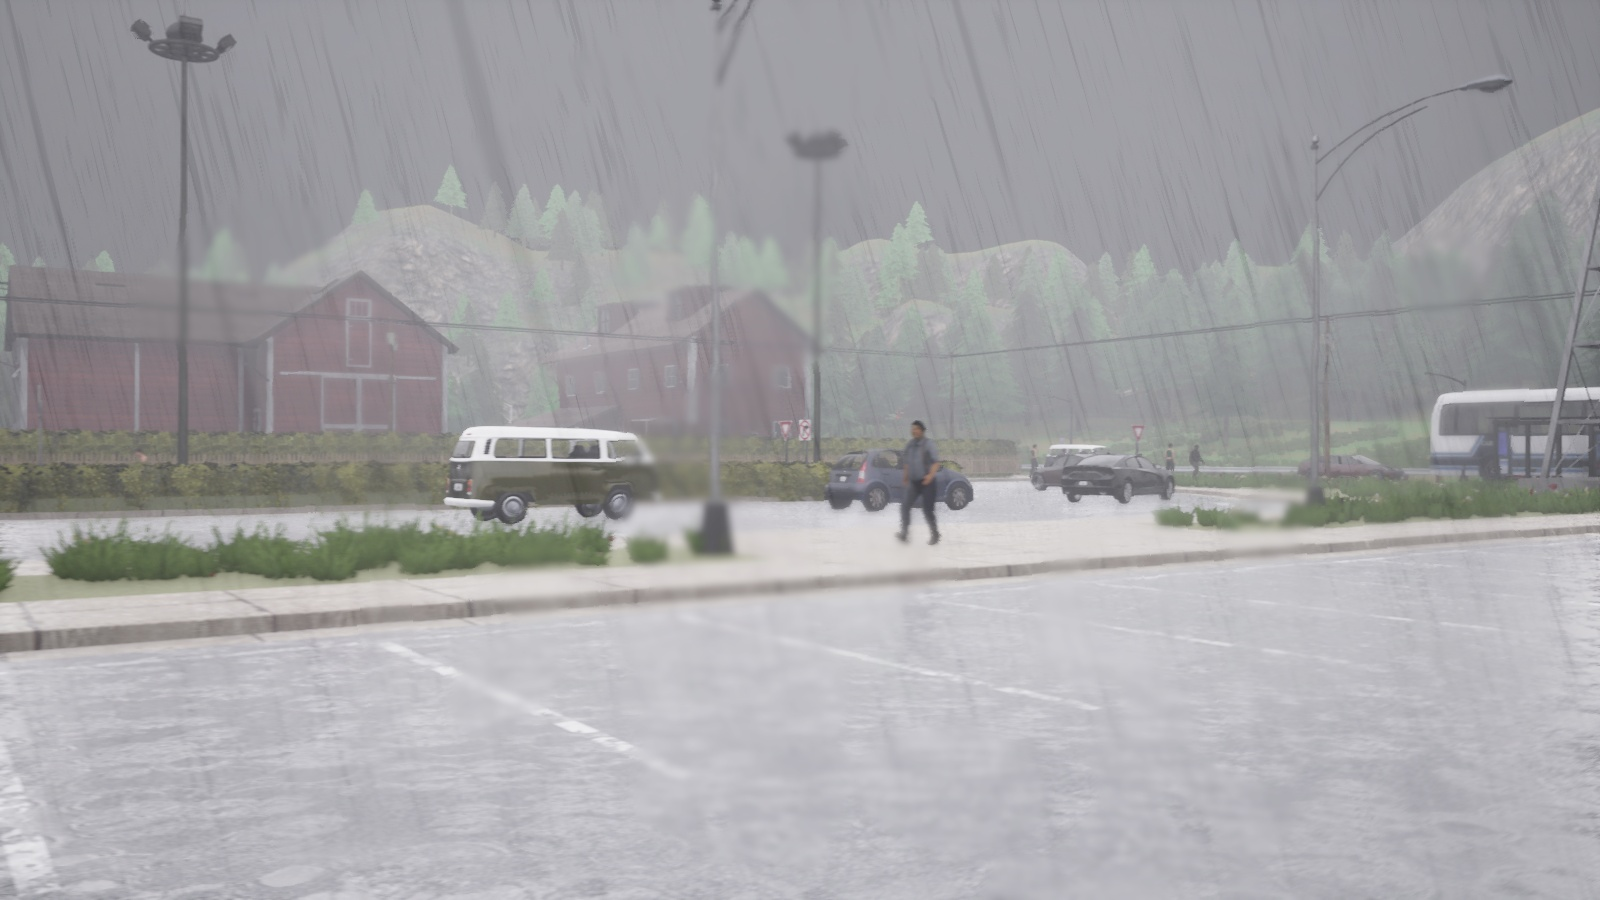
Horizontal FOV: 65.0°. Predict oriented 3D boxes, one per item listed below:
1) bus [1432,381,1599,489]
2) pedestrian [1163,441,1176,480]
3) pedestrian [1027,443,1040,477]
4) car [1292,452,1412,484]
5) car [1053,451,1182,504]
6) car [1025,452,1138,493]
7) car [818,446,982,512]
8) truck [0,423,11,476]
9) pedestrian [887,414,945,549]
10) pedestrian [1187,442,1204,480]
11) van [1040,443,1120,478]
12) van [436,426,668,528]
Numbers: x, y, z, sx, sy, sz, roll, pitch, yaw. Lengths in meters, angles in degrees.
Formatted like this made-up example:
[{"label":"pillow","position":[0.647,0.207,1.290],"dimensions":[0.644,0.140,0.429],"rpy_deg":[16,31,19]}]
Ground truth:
[{"label":"bus","position":[32.147,-0.573,51.722],"dimensions":[3.944,4.253,10.273],"rpy_deg":[0,0,-34]},{"label":"pedestrian","position":[17.378,0.508,59.063],"dimensions":[0.594,1.836,0.345],"rpy_deg":[0,0,-40]},{"label":"pedestrian","position":[12.827,0.542,68.948],"dimensions":[0.594,1.836,0.345],"rpy_deg":[0,0,-24]},{"label":"car","position":[26.415,0.836,60.155],"dimensions":[2.163,1.488,4.792],"rpy_deg":[0,0,-44]},{"label":"car","position":[9.922,0.797,38.956],"dimensions":[1.882,1.535,5.008],"rpy_deg":[0,0,40]},{"label":"car","position":[10.828,0.842,48.736],"dimensions":[2.163,1.488,4.792],"rpy_deg":[0,0,-18]},{"label":"car","position":[2.629,0.718,32.758],"dimensions":[3.988,1.617,1.851],"rpy_deg":[0,0,-34]},{"label":"truck","position":[-56.034,-0.057,81.682],"dimensions":[7.936,3.462,2.891],"rpy_deg":[0,0,-34]},{"label":"pedestrian","position":[1.636,0.436,17.700],"dimensions":[0.540,1.848,0.694],"rpy_deg":[0,0,35]},{"label":"pedestrian","position":[19.215,0.522,61.034],"dimensions":[0.431,1.840,0.703],"rpy_deg":[0,0,-17]},{"label":"van","position":[16.653,0.617,74.842],"dimensions":[2.069,2.038,4.480],"rpy_deg":[0,0,-34]},{"label":"van","position":[-5.349,0.546,27.295],"dimensions":[4.480,2.038,2.069],"rpy_deg":[0,0,-34]}]
